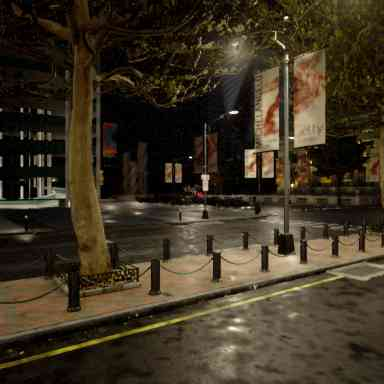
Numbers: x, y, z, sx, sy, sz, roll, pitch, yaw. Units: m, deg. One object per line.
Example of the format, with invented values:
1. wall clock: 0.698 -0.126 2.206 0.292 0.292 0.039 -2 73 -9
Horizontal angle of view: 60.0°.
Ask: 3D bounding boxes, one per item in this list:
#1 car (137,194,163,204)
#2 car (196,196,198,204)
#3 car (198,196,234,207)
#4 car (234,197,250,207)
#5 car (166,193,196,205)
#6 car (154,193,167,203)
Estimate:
1. car: -8.718 1.547 65.853 5.357 1.411 2.033 0 0 43
2. car: 1.006 1.526 59.710 1.812 1.442 4.674 0 0 -36
3. car: 3.522 1.478 50.230 1.882 1.535 5.008 0 0 -35
4. car: 6.582 1.547 51.978 2.033 1.411 5.357 0 0 -35
5. car: -1.913 1.352 57.747 2.097 1.767 4.553 0 0 -37
6. car: -5.700 1.221 68.009 5.566 2.045 2.150 0 0 45
